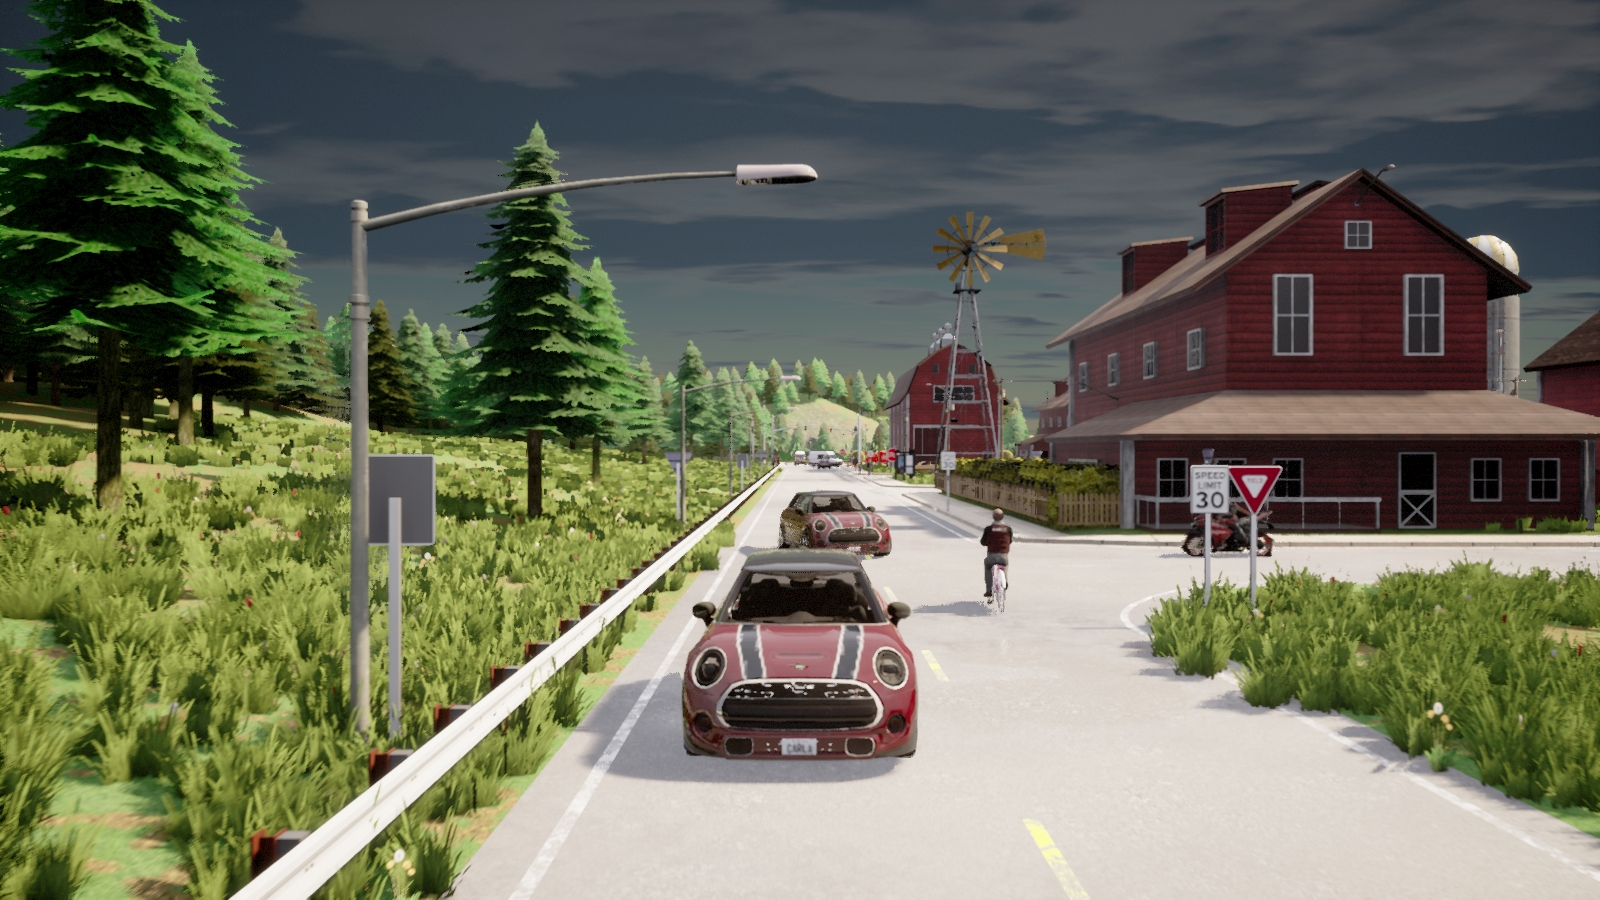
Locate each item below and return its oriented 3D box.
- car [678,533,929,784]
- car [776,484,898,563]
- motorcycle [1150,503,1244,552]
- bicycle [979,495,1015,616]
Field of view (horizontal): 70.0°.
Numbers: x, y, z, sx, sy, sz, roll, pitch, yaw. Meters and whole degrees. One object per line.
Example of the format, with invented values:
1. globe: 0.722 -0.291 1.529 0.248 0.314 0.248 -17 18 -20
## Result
1. car: 0.049 1.905 11.824 2.097 1.767 4.553 0 0 1
2. car: 0.882 1.878 30.396 2.097 1.767 4.553 -1 0 -13
3. motorcycle: 10.605 2.064 30.552 2.209 1.251 0.867 0 0 0
4. bicycle: 3.467 1.821 20.200 0.329 1.919 1.835 0 2 0
